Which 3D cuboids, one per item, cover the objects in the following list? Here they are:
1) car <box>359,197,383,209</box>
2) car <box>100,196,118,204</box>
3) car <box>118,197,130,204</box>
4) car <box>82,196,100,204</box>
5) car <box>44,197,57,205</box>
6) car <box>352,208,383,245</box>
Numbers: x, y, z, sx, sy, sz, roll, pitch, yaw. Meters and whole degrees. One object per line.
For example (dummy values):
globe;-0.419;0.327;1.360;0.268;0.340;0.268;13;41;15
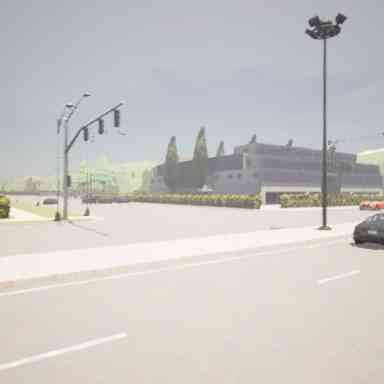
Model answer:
car;24.068;1.504;43.860;4.553;1.767;2.097;0;0;-34
car;-17.341;1.637;67.075;2.128;1.511;4.902;0;0;-33
car;-14.517;1.684;69.149;1.994;1.385;4.181;0;0;-33
car;-20.016;1.614;64.773;1.837;1.490;4.892;0;0;-33
car;-25.693;1.653;60.673;1.994;1.385;4.181;0;0;-33
car;8.970;1.617;14.752;4.181;1.385;1.994;0;0;-37
